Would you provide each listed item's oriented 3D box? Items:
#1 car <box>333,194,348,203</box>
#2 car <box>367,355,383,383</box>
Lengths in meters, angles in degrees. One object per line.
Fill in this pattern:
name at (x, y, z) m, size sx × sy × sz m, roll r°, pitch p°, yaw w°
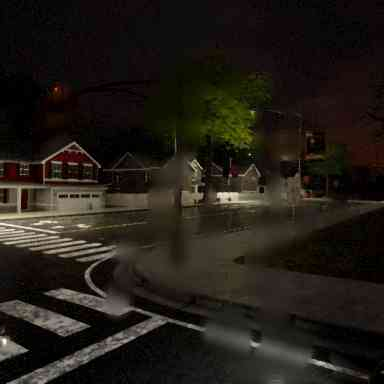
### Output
car at (27.975, 1.208, 62.742) m, size 2.128 × 1.511 × 4.902 m, roll 1°, pitch 0°, yaw 36°
car at (3.347, 1.505, 1.294) m, size 4.892 × 1.490 × 1.837 m, roll 0°, pitch 0°, yaw 35°
